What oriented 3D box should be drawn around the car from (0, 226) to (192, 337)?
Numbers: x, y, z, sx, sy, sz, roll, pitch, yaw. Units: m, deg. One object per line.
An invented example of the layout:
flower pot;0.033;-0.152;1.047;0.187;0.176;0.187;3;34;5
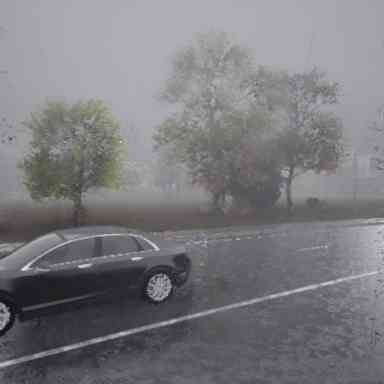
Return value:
car;-2.294;1.484;6.508;4.892;1.490;1.837;0;0;-34
